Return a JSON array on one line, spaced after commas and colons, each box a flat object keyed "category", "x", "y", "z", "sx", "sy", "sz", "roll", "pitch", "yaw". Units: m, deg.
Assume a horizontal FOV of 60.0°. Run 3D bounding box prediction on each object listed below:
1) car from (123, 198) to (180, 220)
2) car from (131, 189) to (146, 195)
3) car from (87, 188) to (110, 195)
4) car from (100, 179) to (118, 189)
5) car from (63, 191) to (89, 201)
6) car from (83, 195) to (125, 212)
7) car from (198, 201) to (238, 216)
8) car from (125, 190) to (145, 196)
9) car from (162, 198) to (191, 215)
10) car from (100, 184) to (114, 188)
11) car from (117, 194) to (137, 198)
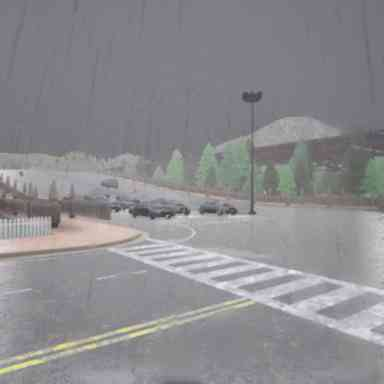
[{"category": "car", "x": -3.583, "y": 1.521, "z": 28.452, "sx": 2.033, "sy": 1.411, "sz": 5.357, "roll": 0, "pitch": 0, "yaw": -37}, {"category": "car", "x": -10.385, "y": 0.069, "z": 60.945, "sx": 1.895, "sy": 1.301, "sz": 4.718, "roll": 0, "pitch": 6, "yaw": -37}, {"category": "car", "x": -14.016, "y": 0.608, "z": 48.006, "sx": 2.097, "sy": 1.767, "sz": 4.553, "roll": 0, "pitch": 5, "yaw": -37}, {"category": "car", "x": -17.441, "y": -1.750, "z": 70.184, "sx": 2.150, "sy": 2.045, "sz": 5.566, "roll": 0, "pitch": 7, "yaw": -37}, {"category": "car", "x": -15.872, "y": 0.882, "z": 44.650, "sx": 1.837, "sy": 1.490, "sz": 4.892, "roll": 0, "pitch": 4, "yaw": -37}, {"category": "car", "x": -9.669, "y": 1.428, "z": 36.450, "sx": 2.033, "sy": 1.411, "sz": 5.357, "roll": 0, "pitch": 2, "yaw": -37}, {"category": "car", "x": 2.459, "y": 1.523, "z": 32.075, "sx": 1.994, "sy": 1.385, "sz": 4.181, "roll": 0, "pitch": 0, "yaw": -37}, {"category": "car", "x": -9.098, "y": 0.974, "z": 47.301, "sx": 1.882, "sy": 1.535, "sz": 5.008, "roll": 0, "pitch": 4, "yaw": -37}, {"category": "car", "x": -1.958, "y": 1.527, "z": 32.098, "sx": 1.994, "sy": 1.385, "sz": 4.181, "roll": 0, "pitch": 0, "yaw": -37}, {"category": "car", "x": -15.240, "y": 0.136, "z": 55.528, "sx": 1.837, "sy": 1.490, "sz": 4.892, "roll": 0, "pitch": 6, "yaw": -37}, {"category": "car", "x": -7.975, "y": 1.385, "z": 40.008, "sx": 1.994, "sy": 1.385, "sz": 4.181, "roll": 0, "pitch": 2, "yaw": -37}]
